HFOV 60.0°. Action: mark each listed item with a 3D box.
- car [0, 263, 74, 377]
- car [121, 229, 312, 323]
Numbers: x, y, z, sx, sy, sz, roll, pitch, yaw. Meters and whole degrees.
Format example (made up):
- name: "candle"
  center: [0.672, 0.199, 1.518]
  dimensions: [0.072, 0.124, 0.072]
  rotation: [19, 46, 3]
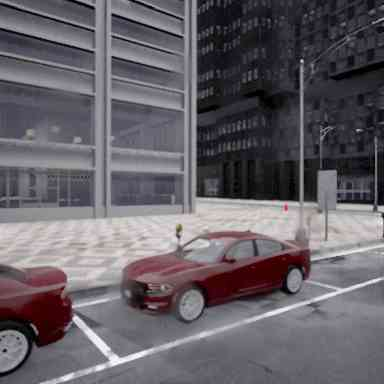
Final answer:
- name: "car"
  center: [-3.795, 1.545, 3.956]
  dimensions: [4.507, 1.381, 1.887]
  rotation: [0, 0, -36]
- name: "car"
  center: [0.701, 1.544, 7.168]
  dimensions: [4.507, 1.381, 1.887]
  rotation: [0, 0, -36]
